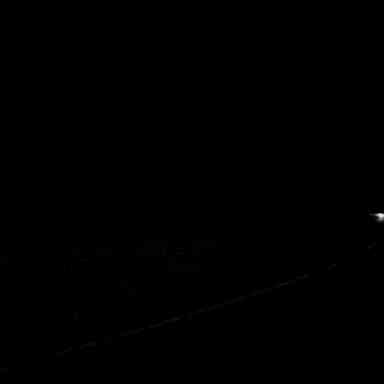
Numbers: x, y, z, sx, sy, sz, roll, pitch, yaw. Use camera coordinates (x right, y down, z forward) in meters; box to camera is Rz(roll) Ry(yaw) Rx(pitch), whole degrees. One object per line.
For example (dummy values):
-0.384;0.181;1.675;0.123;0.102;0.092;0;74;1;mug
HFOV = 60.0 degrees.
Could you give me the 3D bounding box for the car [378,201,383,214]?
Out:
23.022;1.745;39.122;2.033;1.411;5.357;-3;-1;29;car
